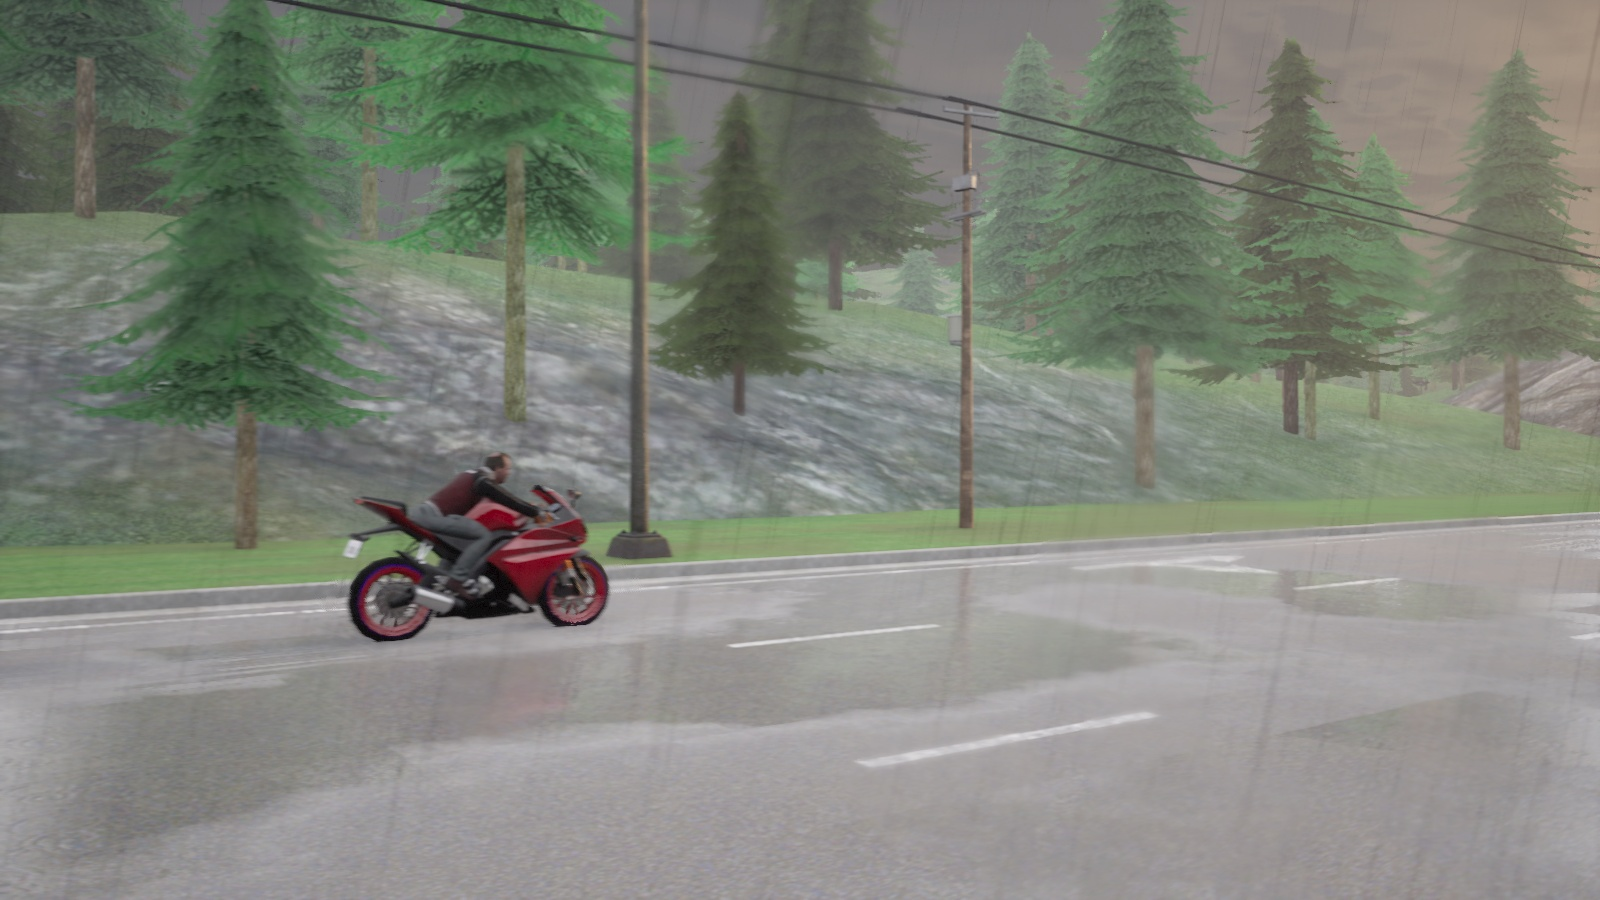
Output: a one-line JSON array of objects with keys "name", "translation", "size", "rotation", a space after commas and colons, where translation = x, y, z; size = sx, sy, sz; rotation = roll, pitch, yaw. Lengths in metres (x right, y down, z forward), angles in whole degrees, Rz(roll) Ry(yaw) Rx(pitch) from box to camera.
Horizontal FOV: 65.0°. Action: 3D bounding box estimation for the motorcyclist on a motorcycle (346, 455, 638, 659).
[{"name": "motorcyclist on a motorcycle", "translation": [-2.525, 0.811, 10.430], "size": [2.191, 1.530, 0.866], "rotation": [0, 0, -35]}]
